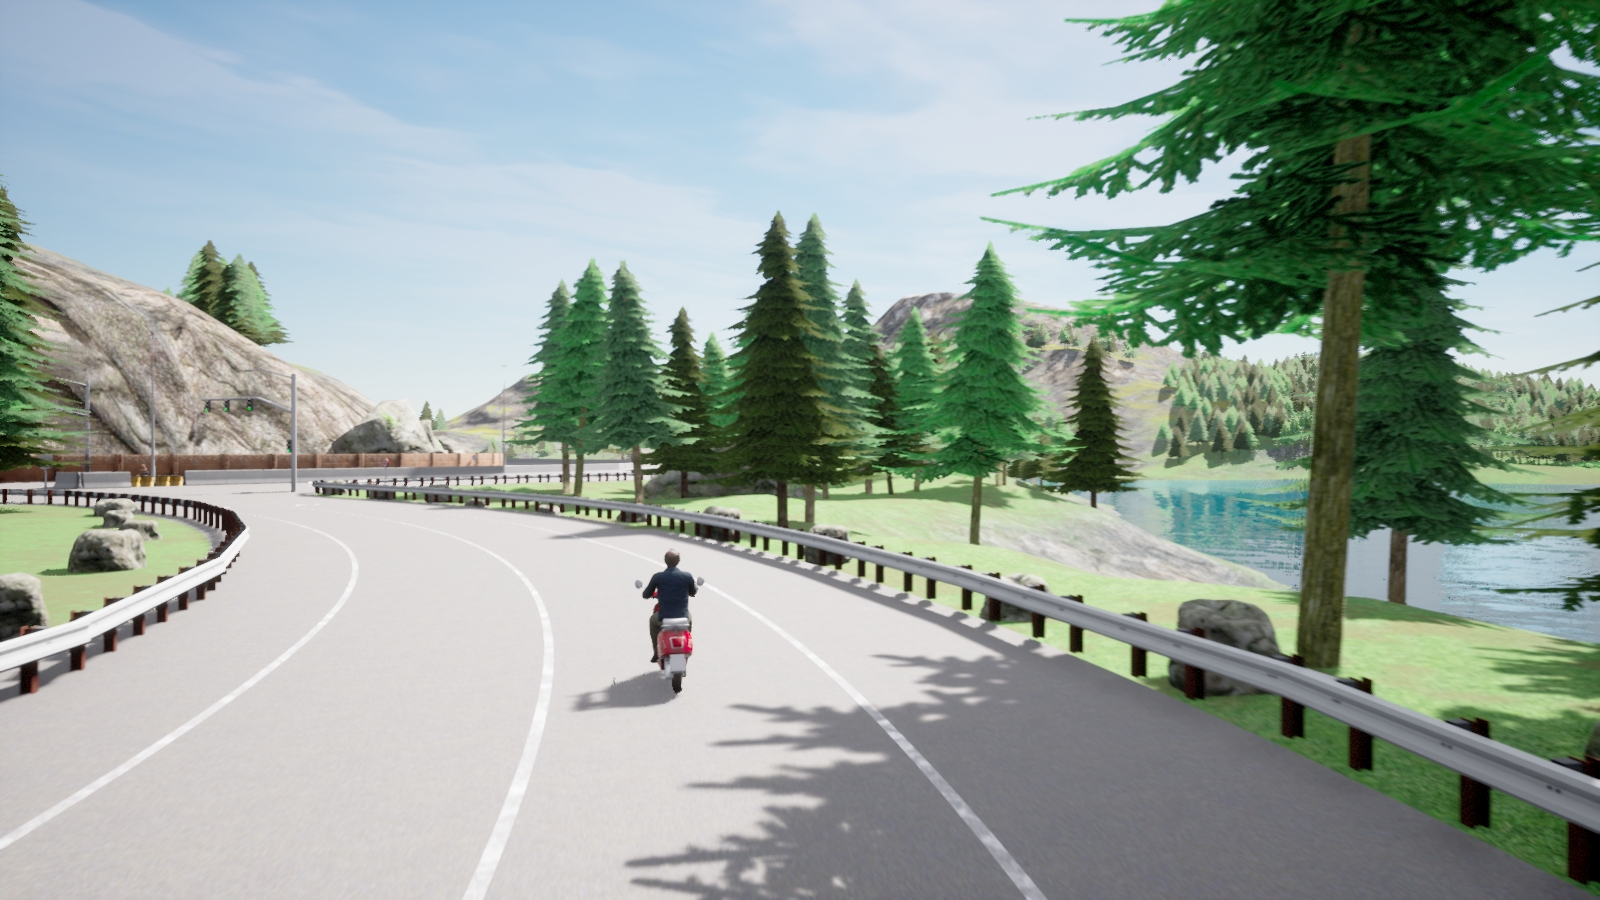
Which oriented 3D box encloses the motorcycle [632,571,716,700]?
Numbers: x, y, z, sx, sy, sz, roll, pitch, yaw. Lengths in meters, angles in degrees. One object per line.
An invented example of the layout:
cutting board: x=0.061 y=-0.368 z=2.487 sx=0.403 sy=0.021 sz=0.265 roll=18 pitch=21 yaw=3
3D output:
motorcycle: x=-1.545 y=2.183 z=13.776 sx=0.856 sy=1.236 sz=1.805 roll=-1 pitch=0 yaw=-11
